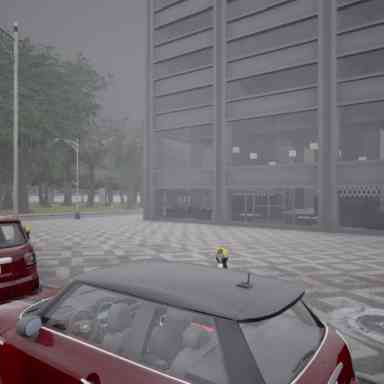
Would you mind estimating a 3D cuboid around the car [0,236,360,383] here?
[{"bbox_3d":[-0.614,1.440,3.398,4.097,1.590,1.967,0,0,35],"label":"car"}]

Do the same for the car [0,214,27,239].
[{"bbox_3d":[-5.043,1.315,6.552,5.009,1.841,2.192,0,0,35],"label":"car"}]
